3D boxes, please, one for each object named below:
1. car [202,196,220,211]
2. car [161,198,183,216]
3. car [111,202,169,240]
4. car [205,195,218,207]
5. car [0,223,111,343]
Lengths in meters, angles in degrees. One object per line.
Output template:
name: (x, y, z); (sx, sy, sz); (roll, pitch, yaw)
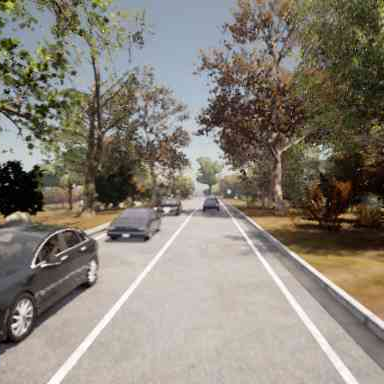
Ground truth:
car: (2.114, 1.340, 36.489); (2.033, 1.411, 5.357); (1, 0, 3)
car: (-1.900, 1.282, 29.439); (2.128, 1.511, 4.902); (1, 0, 3)
car: (-2.681, 1.450, 16.802); (2.033, 1.411, 5.357); (1, 0, 3)
car: (2.834, 1.286, 48.233); (1.882, 1.535, 5.008); (1, 0, 4)
car: (-3.307, 1.461, 6.470); (1.837, 1.490, 4.892); (1, 0, 4)
